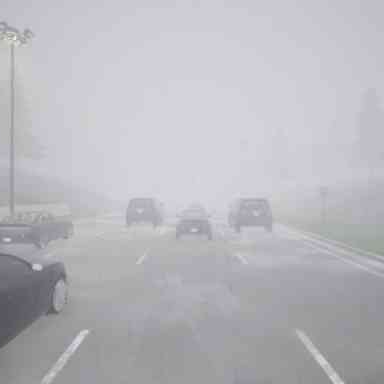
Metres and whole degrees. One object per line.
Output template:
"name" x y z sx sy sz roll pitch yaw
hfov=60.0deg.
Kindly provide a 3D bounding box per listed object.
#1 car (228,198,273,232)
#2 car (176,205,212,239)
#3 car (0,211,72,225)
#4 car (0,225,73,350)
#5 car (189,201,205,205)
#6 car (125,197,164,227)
"car" 3.609 1.370 21.221 2.150 2.045 5.566 0 0 0
"car" 0.089 1.652 18.065 1.812 1.442 4.674 0 0 0
"car" -6.902 1.596 14.863 2.128 1.511 4.902 0 0 0
"car" -3.401 1.511 4.638 1.882 1.535 5.008 0 0 0
"car" 0.590 1.804 39.942 1.812 1.442 4.674 0 0 2
"car" -3.364 1.391 24.269 2.150 2.045 5.566 0 0 1
